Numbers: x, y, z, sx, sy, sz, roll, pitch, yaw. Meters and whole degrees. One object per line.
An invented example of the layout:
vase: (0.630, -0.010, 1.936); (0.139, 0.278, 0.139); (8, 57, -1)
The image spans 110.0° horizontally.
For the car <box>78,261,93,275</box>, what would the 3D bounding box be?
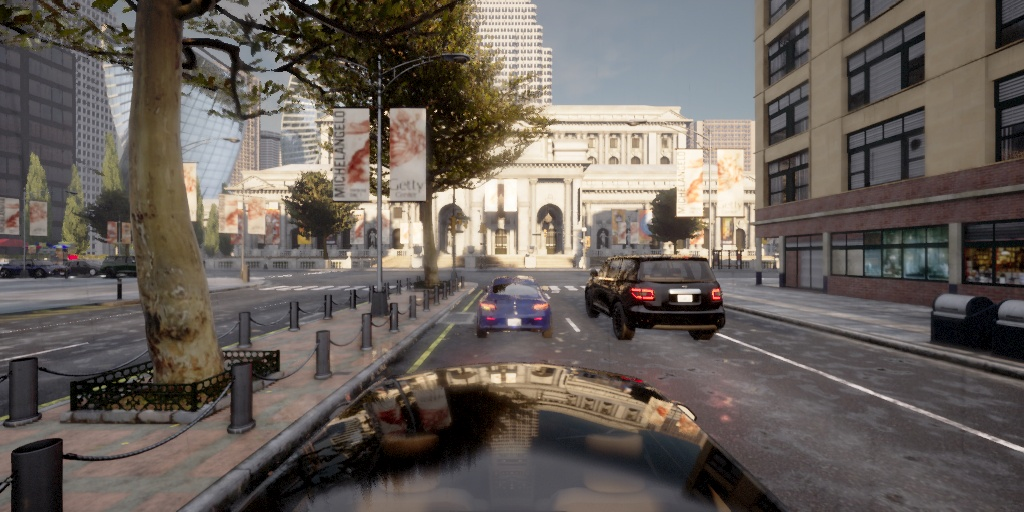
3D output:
car: (-44.446, 1.255, 37.599); (4.892, 1.490, 1.837); (0, 0, -1)

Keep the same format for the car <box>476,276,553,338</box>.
car: (0.074, 1.276, 10.089); (1.812, 1.442, 4.674); (0, 0, 0)

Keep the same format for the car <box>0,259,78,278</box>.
car: (-45.075, 1.102, 34.076); (4.553, 1.767, 2.097); (0, 0, -2)

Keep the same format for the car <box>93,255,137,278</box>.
car: (-35.664, 0.971, 34.155); (5.566, 2.045, 2.150); (0, 0, 0)

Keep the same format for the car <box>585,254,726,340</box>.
car: (3.580, 0.971, 10.099); (2.150, 2.045, 5.566); (0, 0, 0)
